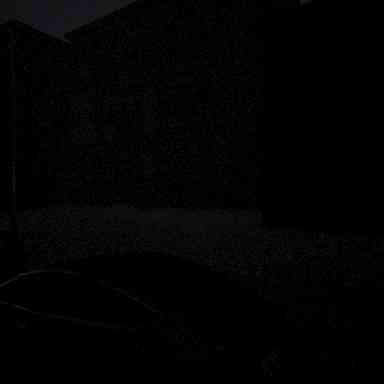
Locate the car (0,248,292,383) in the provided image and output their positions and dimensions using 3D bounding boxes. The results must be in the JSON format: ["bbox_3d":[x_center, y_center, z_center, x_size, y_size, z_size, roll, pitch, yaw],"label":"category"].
[{"bbox_3d":[-1.236,1.512,4.186,4.792,1.488,2.163,0,0,35],"label":"car"}]
